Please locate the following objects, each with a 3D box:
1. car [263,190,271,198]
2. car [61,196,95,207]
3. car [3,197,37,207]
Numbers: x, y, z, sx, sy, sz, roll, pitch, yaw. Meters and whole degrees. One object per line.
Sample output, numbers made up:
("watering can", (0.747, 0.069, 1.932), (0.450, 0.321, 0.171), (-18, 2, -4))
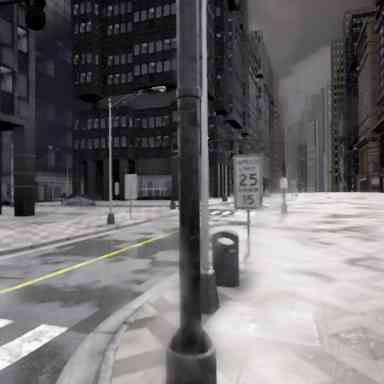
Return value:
("car", (14.691, 0.403, 66.809), (1.837, 1.490, 4.892), (-1, 2, 19))
("car", (-14.457, 1.208, 42.370), (4.181, 1.385, 1.994), (0, 0, 19))
("car", (-21.843, 1.298, 41.561), (4.718, 1.301, 1.895), (-1, 0, 19))
